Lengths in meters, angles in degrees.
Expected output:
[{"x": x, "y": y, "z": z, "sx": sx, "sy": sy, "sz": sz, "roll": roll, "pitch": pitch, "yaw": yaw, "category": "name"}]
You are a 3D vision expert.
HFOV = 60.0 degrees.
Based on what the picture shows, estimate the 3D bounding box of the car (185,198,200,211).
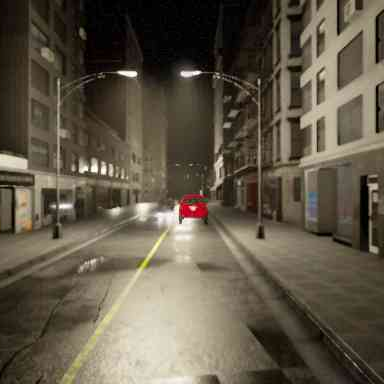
[{"x": 0.097, "y": 1.590, "z": 44.341, "sx": 1.882, "sy": 1.535, "sz": 5.008, "roll": 0, "pitch": 0, "yaw": 0, "category": "car"}]

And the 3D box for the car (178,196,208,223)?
[{"x": 0.098, "y": 1.287, "z": 26.029, "sx": 2.150, "sy": 2.045, "sz": 5.566, "roll": 0, "pitch": 0, "yaw": 0, "category": "car"}]

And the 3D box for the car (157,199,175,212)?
[{"x": -3.079, "y": 1.592, "z": 40.005, "sx": 2.128, "sy": 1.511, "sz": 4.902, "roll": 0, "pitch": 0, "yaw": 0, "category": "car"}]
